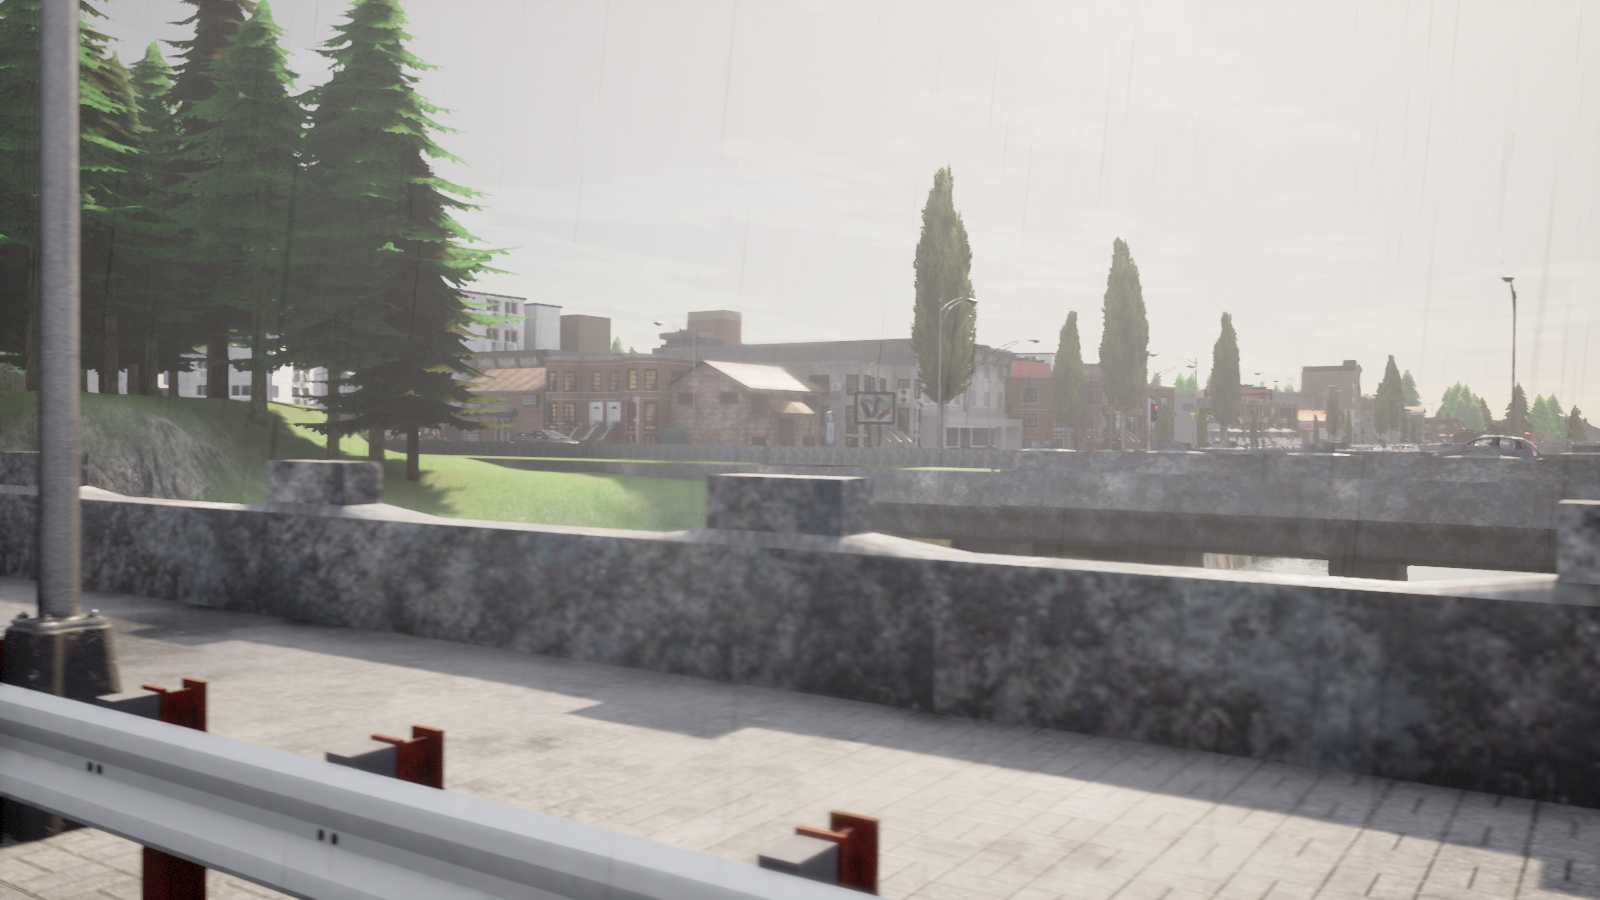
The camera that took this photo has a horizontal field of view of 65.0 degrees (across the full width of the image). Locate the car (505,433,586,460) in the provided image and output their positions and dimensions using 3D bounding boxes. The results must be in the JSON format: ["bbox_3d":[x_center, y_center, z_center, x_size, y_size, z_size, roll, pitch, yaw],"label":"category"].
[{"bbox_3d":[-14.922,-0.191,73.628,4.514,1.525,2.007,0,1,34],"label":"car"}]

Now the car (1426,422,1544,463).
[{"bbox_3d":[27.392,-0.305,50.256,3.988,1.617,1.851,0,1,34],"label":"car"}]
